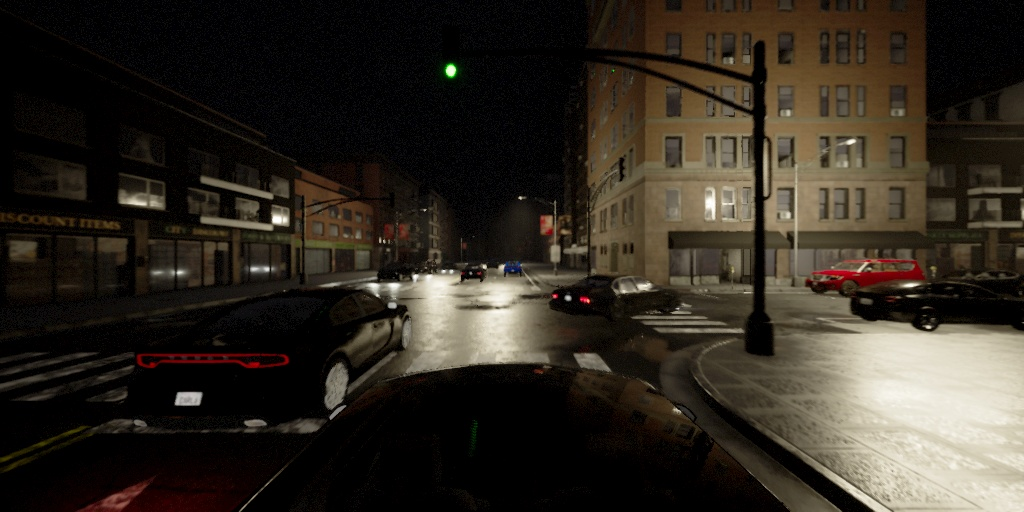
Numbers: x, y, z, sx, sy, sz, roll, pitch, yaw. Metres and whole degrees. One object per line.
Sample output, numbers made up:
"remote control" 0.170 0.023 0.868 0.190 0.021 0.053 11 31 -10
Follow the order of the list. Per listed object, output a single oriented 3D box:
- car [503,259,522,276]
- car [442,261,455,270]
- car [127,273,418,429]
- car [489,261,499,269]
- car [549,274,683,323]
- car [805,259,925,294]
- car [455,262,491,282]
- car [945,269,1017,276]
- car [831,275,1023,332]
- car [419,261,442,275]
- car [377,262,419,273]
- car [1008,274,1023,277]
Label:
"car" 0.085 1.342 39.117 1.882 1.535 5.008 0 0 0
"car" -9.829 1.487 56.480 1.994 1.385 4.181 0 0 0
"car" -3.152 1.239 5.973 1.882 1.535 5.008 0 0 0
"car" -3.276 1.501 60.500 1.994 1.385 4.181 0 0 0
"car" 3.715 1.331 12.337 5.357 1.411 2.033 0 0 -37
"car" 18.088 1.094 18.427 5.009 1.841 2.192 0 0 0
"car" -3.163 1.382 30.037 2.033 1.411 5.357 0 0 0
"car" 23.750 1.345 18.404 4.313 1.339 1.948 0 0 0
"car" 12.394 1.360 10.425 4.313 1.339 1.948 0 0 0
"car" -9.853 1.377 41.599 1.837 1.490 4.892 0 0 0
"car" -9.852 1.314 30.730 1.882 1.535 5.008 0 0 2
"car" 18.056 1.346 10.402 4.403 1.370 2.007 0 0 0
